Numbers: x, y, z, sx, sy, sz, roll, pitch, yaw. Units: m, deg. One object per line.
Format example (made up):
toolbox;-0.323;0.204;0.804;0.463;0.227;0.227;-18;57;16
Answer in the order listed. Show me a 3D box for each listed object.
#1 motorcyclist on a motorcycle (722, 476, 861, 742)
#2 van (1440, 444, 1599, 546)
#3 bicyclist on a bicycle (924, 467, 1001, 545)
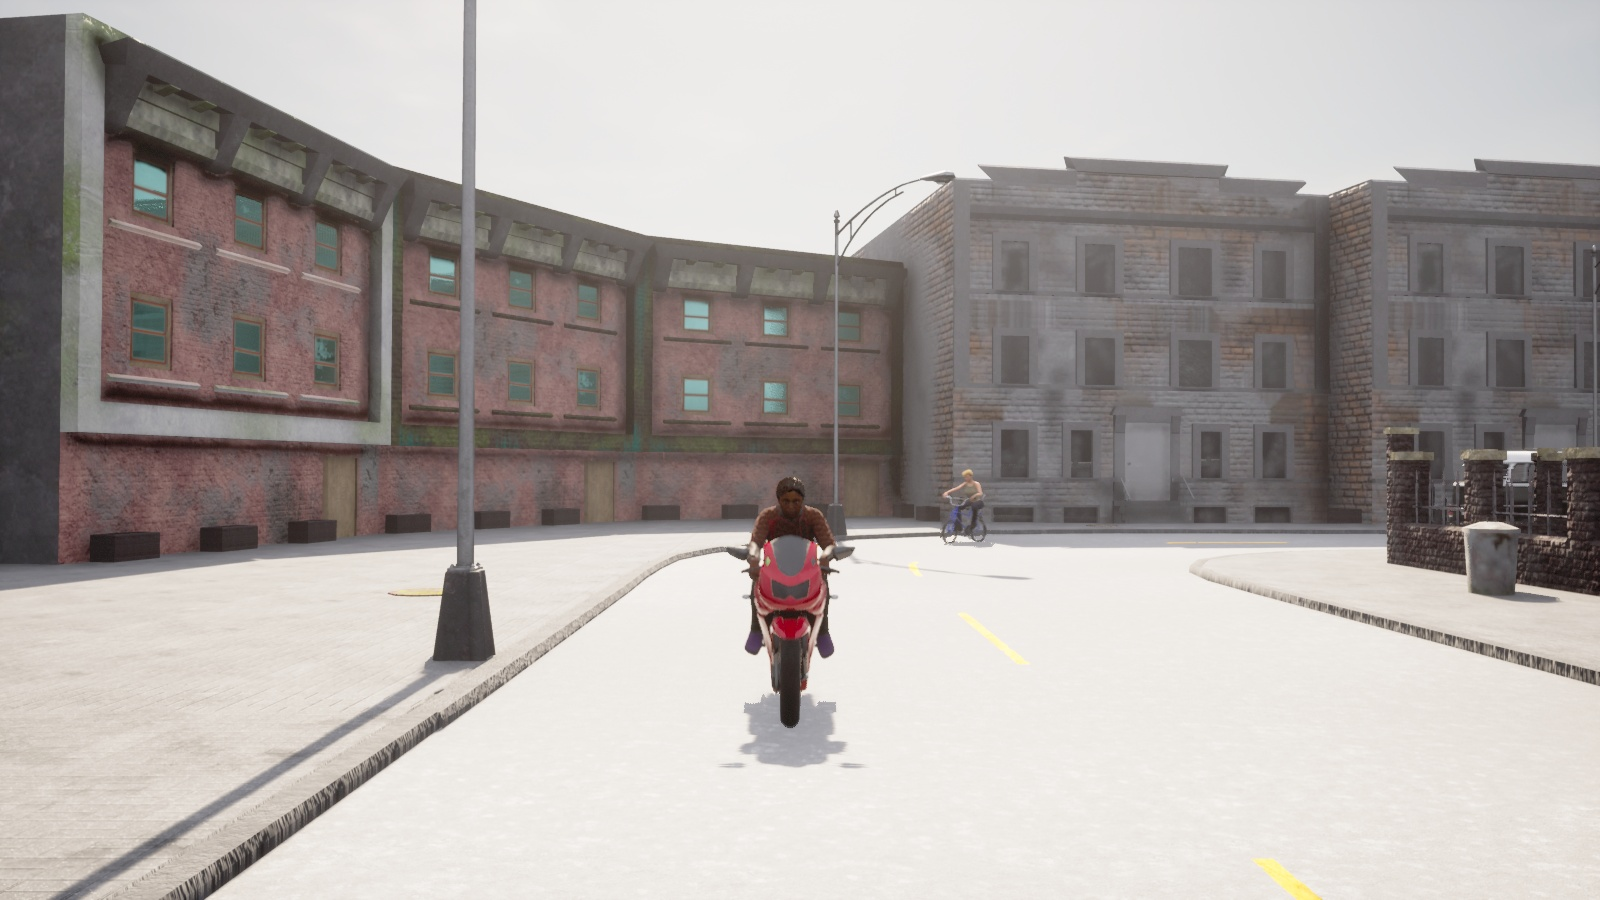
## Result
motorcyclist on a motorcycle;-0.056;0.936;8.279;0.797;1.523;2.044;0;-1;0
van;16.124;0.912;26.183;4.480;2.038;2.069;0;-1;-1
bicyclist on a bicycle;3.539;1.196;27.265;1.509;1.612;0.866;1;1;-43
